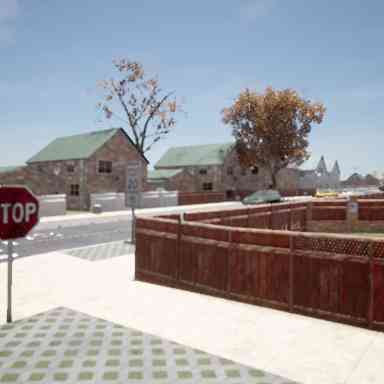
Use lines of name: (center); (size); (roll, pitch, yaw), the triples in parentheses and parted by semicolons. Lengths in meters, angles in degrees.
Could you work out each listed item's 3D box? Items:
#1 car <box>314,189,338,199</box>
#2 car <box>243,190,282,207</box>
car: (18.035, 0.406, 44.563); (1.882, 1.535, 5.008); (2, 2, 40)
car: (6.706, 0.634, 31.390); (2.097, 1.767, 4.553); (2, 2, 41)
